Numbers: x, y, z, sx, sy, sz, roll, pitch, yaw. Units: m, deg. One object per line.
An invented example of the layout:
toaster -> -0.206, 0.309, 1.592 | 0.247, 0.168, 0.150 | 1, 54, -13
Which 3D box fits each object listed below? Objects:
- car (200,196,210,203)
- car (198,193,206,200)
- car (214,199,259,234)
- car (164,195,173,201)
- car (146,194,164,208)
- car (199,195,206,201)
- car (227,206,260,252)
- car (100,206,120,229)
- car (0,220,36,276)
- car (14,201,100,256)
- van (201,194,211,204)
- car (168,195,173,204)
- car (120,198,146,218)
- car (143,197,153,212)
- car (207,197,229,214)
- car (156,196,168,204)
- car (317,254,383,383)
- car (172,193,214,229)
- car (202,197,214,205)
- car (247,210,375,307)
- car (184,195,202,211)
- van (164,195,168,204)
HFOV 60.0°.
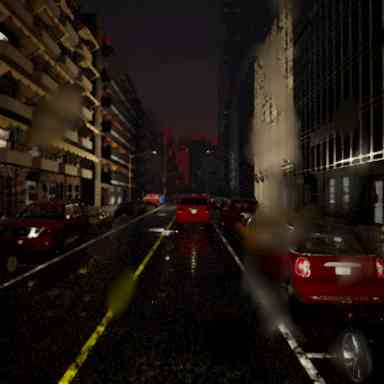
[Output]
car -> 2.692, 1.471, 68.921 | 1.887, 1.381, 4.507 | 1, 0, 0
car -> 2.692, 1.217, 90.552 | 2.192, 1.841, 5.009 | 1, 0, 0
car -> 2.706, 1.296, 18.991 | 2.192, 1.841, 5.009 | 1, 0, 0
car -> -5.658, 1.496, 79.912 | 1.802, 1.307, 4.206 | 1, 0, 0
car -> -5.646, 1.267, 46.631 | 2.192, 1.841, 5.009 | 1, 0, 0
car -> 2.688, 1.490, 85.044 | 1.802, 1.307, 4.206 | 1, 0, 0
car -> 2.703, 1.512, 13.614 | 1.752, 1.417, 4.829 | 1, 0, 0
car -> -5.645, 1.506, 18.727 | 1.752, 1.417, 4.829 | 1, 0, 0
car -> -5.644, 1.574, 7.804 | 1.802, 1.307, 4.206 | 1, 0, 0
car -> -5.640, 1.302, 13.350 | 2.192, 1.841, 5.009 | 1, 0, 0
van -> 2.697, 1.274, 63.374 | 1.690, 1.788, 3.998 | 1, 0, 0
car -> -3.049, 1.499, 60.714 | 1.994, 1.385, 4.181 | 0, 0, 1
car -> -5.648, 1.535, 29.991 | 1.947, 1.339, 4.313 | 1, 0, 0
car -> -5.649, 1.546, 35.538 | 1.802, 1.307, 4.206 | 1, 0, 0
car -> 2.701, 1.404, 35.634 | 1.967, 1.590, 4.097 | 1, 0, 0
car -> -5.655, 1.515, 63.272 | 1.802, 1.307, 4.206 | 1, 0, 0
car -> 2.704, 1.564, 2.348 | 1.947, 1.339, 4.313 | 1, 0, 0
car -> 0.104, 1.202, 21.635 | 2.150, 2.045, 5.566 | 0, 0, 0
car -> 2.694, 1.521, 57.826 | 1.802, 1.307, 4.206 | 1, 0, 0
car -> 2.706, 1.432, 7.896 | 1.967, 1.590, 4.097 | 1, 0, 0
car -> 0.092, 1.309, 41.159 | 2.097, 1.767, 4.553 | 0, 0, 0
van -> -5.649, 1.280, 57.724 | 1.690, 1.788, 3.998 | 1, 0, 0
